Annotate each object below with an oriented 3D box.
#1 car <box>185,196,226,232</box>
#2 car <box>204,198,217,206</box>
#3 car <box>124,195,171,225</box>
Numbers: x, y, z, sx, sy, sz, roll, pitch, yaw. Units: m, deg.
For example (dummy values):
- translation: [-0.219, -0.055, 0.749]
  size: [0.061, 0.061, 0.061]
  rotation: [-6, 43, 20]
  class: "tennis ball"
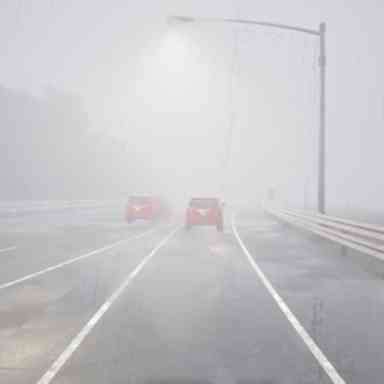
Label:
- translation: [0.885, 1.275, 20.957]
  size: [2.150, 2.045, 5.566]
  rotation: [0, 0, 6]
  class: "car"
- translation: [3.353, 1.810, 59.617]
  size: [1.895, 1.301, 4.718]
  rotation: [1, 0, 10]
  class: "car"
- translation: [-3.128, 1.250, 24.573]
  size: [2.150, 2.045, 5.566]
  rotation: [0, 0, 10]
  class: "car"
